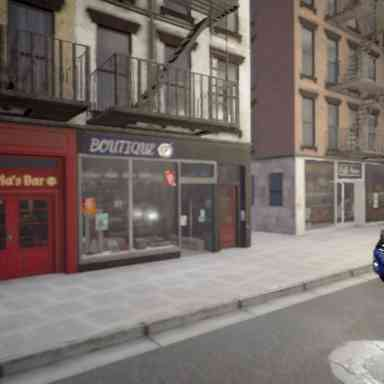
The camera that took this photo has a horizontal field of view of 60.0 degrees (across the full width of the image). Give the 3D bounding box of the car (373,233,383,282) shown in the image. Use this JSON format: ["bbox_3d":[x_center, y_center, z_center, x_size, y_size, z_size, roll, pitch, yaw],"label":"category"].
[{"bbox_3d":[6.701,1.144,8.154,5.566,2.045,2.150,-1,0,-35],"label":"car"}]
